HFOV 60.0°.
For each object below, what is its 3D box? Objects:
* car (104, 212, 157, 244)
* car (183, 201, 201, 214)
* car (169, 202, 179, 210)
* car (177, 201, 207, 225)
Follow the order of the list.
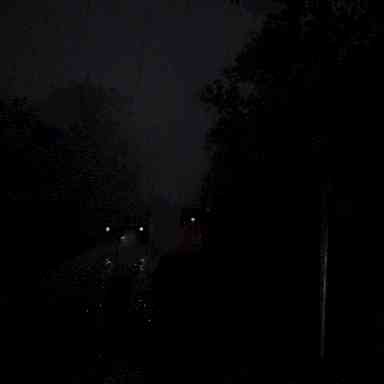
[{"bbox_3d":[-2.868,1.674,16.314,1.895,1.301,4.718,0,0,0],"label":"car"},{"bbox_3d":[-0.022,1.967,42.934,2.128,1.511,4.902,0,-1,0],"label":"car"},{"bbox_3d":[-2.876,2.458,59.183,1.994,1.385,4.181,0,-2,1],"label":"car"},{"bbox_3d":[0.053,1.680,25.721,1.837,1.490,4.892,0,0,0],"label":"car"}]
